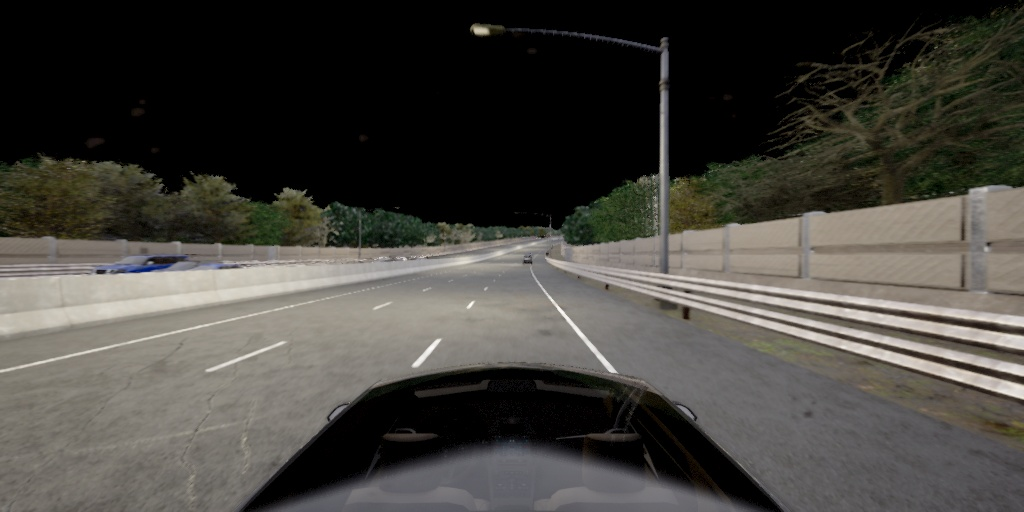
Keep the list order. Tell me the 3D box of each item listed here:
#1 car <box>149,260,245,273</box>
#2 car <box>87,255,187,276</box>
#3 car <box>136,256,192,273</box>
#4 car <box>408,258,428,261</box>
[{"bbox_3d":[-17.454,1.199,20.845,1.882,1.535,5.008,0,0,1],"label":"car"},{"bbox_3d":[-24.392,0.923,23.965,2.150,2.045,5.566,0,0,1],"label":"car"},{"bbox_3d":[-20.897,1.066,23.372,2.097,1.767,4.553,0,0,1],"label":"car"},{"bbox_3d":[-15.982,1.031,63.120,2.128,1.511,4.902,0,1,3],"label":"car"}]
